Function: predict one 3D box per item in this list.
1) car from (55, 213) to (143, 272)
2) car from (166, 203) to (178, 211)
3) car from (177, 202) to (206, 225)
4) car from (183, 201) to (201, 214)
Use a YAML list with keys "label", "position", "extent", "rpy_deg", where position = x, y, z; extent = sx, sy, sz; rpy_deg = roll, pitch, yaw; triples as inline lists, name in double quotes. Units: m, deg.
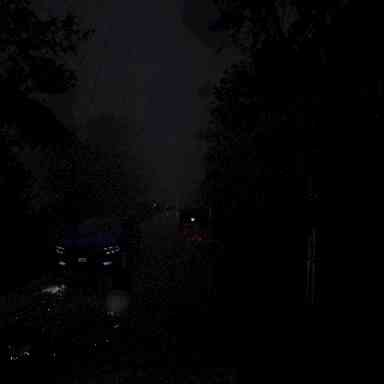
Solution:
- label: "car"
  position: [-2.867, 1.520, 11.188]
  extent: [1.882, 1.535, 5.008]
  rpy_deg: [0, 0, 0]
- label: "car"
  position: [-3.036, 2.351, 52.914]
  extent: [1.895, 1.301, 4.718]
  rpy_deg: [0, -2, 0]
- label: "car"
  position: [0.047, 1.690, 25.497]
  extent: [1.837, 1.490, 4.892]
  rpy_deg: [0, -1, 0]
- label: "car"
  position: [-0.042, 1.990, 42.831]
  extent: [2.128, 1.511, 4.902]
  rpy_deg: [0, -1, 0]
